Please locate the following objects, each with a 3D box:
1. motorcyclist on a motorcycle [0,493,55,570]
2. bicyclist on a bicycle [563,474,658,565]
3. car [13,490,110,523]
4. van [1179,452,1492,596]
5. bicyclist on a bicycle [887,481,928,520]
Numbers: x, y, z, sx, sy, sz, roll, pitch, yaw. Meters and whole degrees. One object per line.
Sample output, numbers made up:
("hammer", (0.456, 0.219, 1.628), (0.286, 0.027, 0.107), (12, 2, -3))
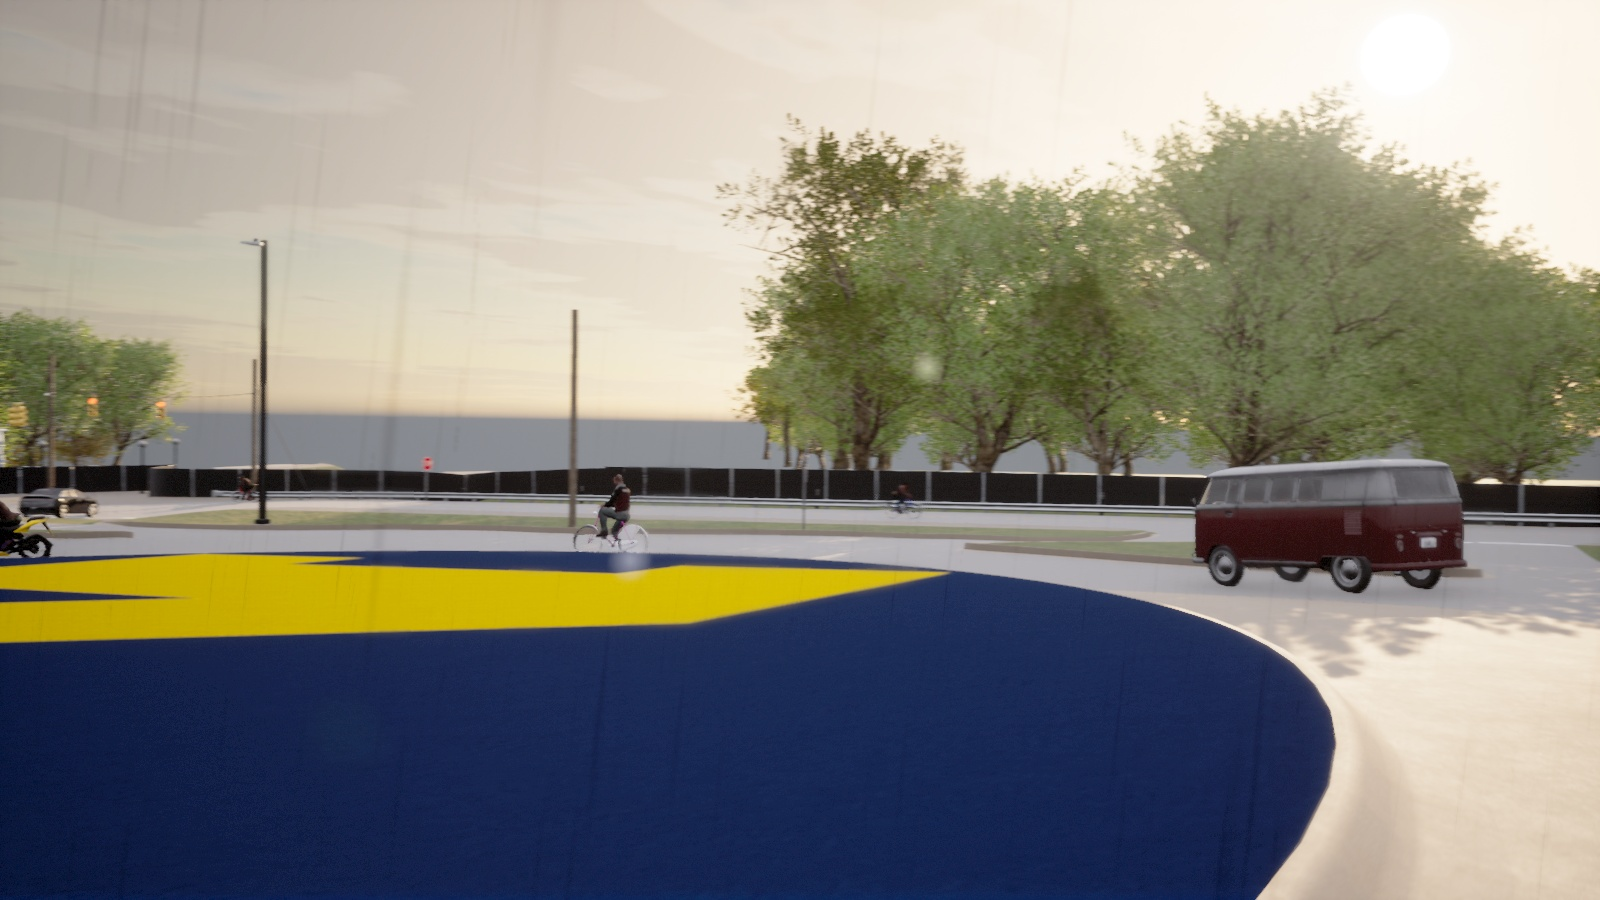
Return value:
("motorcyclist on a motorcycle", (-16.420, 1.667, 25.598), (2.044, 1.523, 0.797), (0, -1, -25))
("bicyclist on a bicycle", (-3.858, 1.401, 25.504), (1.843, 1.776, 0.659), (-1, -3, 28))
("car", (-36.379, 2.761, 62.033), (2.128, 1.511, 4.902), (0, -2, -4))
("van", (8.250, 1.157, 19.858), (1.775, 1.987, 4.442), (0, -3, -24))
("bicyclist on a bicycle", (4.584, 2.153, 53.717), (1.656, 1.620, 0.582), (0, 1, 28))
